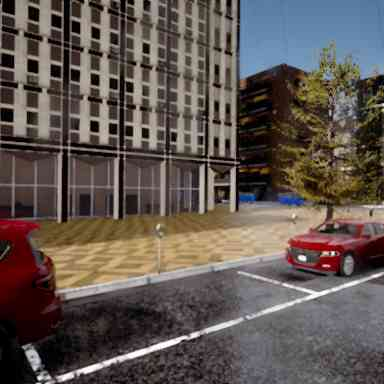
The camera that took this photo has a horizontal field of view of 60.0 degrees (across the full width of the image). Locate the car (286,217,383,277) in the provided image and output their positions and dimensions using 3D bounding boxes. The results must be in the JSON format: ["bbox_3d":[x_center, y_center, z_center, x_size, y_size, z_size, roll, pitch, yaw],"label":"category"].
[{"bbox_3d":[4.714,1.478,10.070,4.507,1.381,1.887,0,1,-36],"label":"car"}]

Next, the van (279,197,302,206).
[{"bbox_3d":[12.808,0.950,41.549,1.690,1.788,3.998,1,0,-36],"label":"van"}]

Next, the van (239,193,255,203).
[{"bbox_3d":[9.514,1.001,60.117,1.690,1.788,3.998,1,0,-36],"label":"van"}]

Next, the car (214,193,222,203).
[{"bbox_3d":[2.774,0.877,55.138,2.192,1.841,5.009,1,0,-36],"label":"car"}]

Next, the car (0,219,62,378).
[{"bbox_3d":[-4.059,1.324,3.614,5.009,1.841,2.192,0,1,-36],"label":"car"}]
